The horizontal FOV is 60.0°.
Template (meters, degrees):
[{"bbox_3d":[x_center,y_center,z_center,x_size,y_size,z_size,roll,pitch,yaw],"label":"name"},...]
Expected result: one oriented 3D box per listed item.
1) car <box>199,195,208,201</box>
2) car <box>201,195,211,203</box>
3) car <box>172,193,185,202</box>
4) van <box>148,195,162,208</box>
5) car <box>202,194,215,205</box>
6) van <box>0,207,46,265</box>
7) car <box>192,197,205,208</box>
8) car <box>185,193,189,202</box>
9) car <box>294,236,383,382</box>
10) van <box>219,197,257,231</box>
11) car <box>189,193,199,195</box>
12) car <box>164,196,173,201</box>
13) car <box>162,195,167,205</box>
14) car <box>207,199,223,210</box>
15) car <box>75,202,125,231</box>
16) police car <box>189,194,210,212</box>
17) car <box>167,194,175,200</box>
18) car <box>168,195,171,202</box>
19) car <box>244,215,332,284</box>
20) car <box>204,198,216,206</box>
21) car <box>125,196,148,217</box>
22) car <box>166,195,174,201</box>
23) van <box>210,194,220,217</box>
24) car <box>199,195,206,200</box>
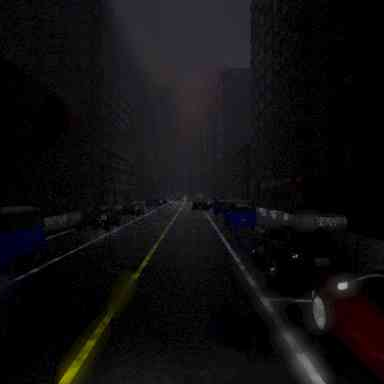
[{"bbox_3d":[2.855,1.546,80.874,2.008,1.369,4.403,0,0,0],"label":"car"},{"bbox_3d":[2.856,1.432,69.871,1.967,1.590,4.097,0,0,0],"label":"car"},{"bbox_3d":[-3.000,1.467,76.740,1.837,1.490,4.892,0,0,0],"label":"car"},{"bbox_3d":[-5.670,1.333,47.867,1.690,1.788,3.998,0,0,0],"label":"van"},{"bbox_3d":[2.855,1.306,58.868,2.192,1.841,5.009,0,0,0],"label":"car"},{"bbox_3d":[-5.670,1.339,9.356,1.690,1.788,3.998,0,0,0],"label":"van"},{"bbox_3d":[0.900,1.470,49.040,1.882,1.535,5.008,0,0,0],"label":"car"},{"bbox_3d":[-0.001,1.214,74.985,2.097,1.767,4.553,0,0,0],"label":"car"},{"bbox_3d":[2.856,1.543,3.855,1.887,1.381,4.507,0,0,0],"label":"car"},{"bbox_3d":[2.856,1.337,20.359,1.690,1.788,3.998,0,0,0],"label":"van"},{"bbox_3d":[0.900,1.342,55.011,2.097,1.767,4.553,0,0,0],"label":"car"},{"bbox_3d":[-5.670,1.561,80.874,1.947,1.339,4.313,0,0,0],"label":"car"},{"bbox_3d":[-5.670,1.542,53.367,2.008,1.369,4.403,0,0,0],"label":"car"},{"bbox_3d":[2.856,1.574,42.365,1.802,1.307,4.206,0,0,0],"label":"car"},{"bbox_3d":[-5.670,1.436,20.359,1.967,1.590,4.097,0,0,0],"label":"car"},{"bbox_3d":[0.900,1.419,39.150,1.930,1.638,5.238,0,0,0],"label":"police car"},{"bbox_3d":[-5.670,1.439,91.877,1.967,1.590,4.097,0,0,0],"label":"car"},{"bbox_3d":[-5.669,1.558,64.370,1.947,1.339,4.313,0,0,0],"label":"car"},{"bbox_3d":[2.856,1.564,9.356,1.947,1.339,4.313,0,0,0],"label":"car"},{"bbox_3d":[2.856,1.573,53.367,1.802,1.307,4.206,0,0,0],"label":"car"},{"bbox_3d":[-5.669,1.434,31.362,1.967,1.590,4.097,0,0,0],"label":"car"},{"bbox_3d":[-5.670,1.578,86.375,1.802,1.307,4.206,0,0,0],"label":"car"},{"bbox_3d":[2.856,1.335,31.362,1.690,1.788,3.998,0,0,0],"label":"van"},{"bbox_3d":[2.855,1.564,91.877,1.947,1.339,4.313,0,0,0],"label":"car"}]
